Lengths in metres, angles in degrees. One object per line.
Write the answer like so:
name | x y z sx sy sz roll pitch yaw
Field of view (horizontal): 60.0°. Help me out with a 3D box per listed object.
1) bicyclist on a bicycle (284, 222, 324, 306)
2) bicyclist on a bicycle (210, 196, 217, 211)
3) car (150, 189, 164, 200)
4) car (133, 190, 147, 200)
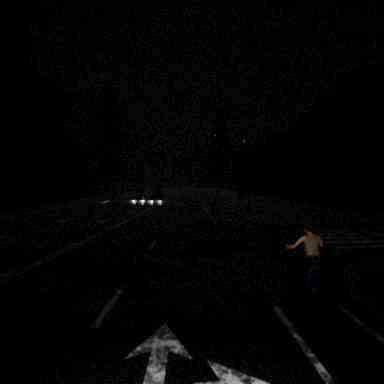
bicyclist on a bicycle | 2.435 1.426 7.049 0.866 1.612 1.509 0 0 0
bicyclist on a bicycle | 2.259 1.199 34.864 0.866 1.612 1.509 0 1 0
car | -6.488 0.396 62.709 2.150 2.045 5.566 0 1 0
car | -9.738 0.525 62.772 2.097 1.767 4.553 0 1 0
